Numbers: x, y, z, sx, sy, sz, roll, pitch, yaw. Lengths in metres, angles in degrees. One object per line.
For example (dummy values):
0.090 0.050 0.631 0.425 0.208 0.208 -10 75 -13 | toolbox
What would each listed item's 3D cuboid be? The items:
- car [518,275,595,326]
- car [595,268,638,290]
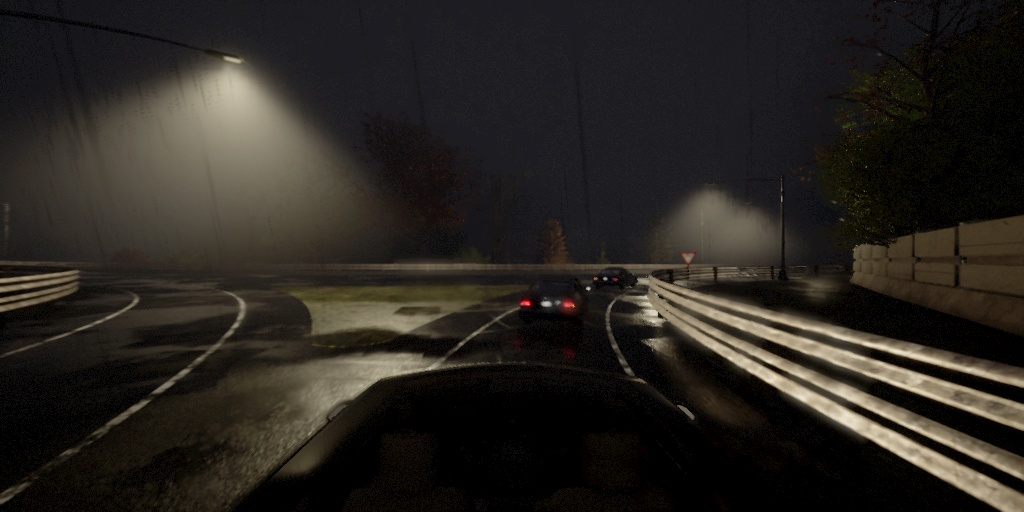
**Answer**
1.596 1.385 12.186 2.033 1.411 5.357 0 -1 15 | car
7.172 1.512 24.689 2.033 1.411 5.357 0 -1 32 | car
